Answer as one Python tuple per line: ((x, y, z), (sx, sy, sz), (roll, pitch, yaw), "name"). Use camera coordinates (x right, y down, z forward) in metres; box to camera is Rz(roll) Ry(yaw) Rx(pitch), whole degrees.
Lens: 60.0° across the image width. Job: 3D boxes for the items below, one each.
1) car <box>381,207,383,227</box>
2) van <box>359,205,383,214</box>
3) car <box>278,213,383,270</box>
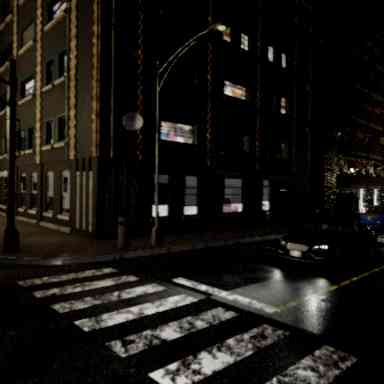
((16.945, 1.983, 26.716), (4.097, 1.590, 1.967), (2, -1, -43), "car")
((13.017, 1.765, 23.005), (3.998, 1.788, 1.690), (2, -1, -43), "van")
((4.934, 1.661, 11.786), (4.902, 1.511, 2.128), (2, 0, -43), "car")
